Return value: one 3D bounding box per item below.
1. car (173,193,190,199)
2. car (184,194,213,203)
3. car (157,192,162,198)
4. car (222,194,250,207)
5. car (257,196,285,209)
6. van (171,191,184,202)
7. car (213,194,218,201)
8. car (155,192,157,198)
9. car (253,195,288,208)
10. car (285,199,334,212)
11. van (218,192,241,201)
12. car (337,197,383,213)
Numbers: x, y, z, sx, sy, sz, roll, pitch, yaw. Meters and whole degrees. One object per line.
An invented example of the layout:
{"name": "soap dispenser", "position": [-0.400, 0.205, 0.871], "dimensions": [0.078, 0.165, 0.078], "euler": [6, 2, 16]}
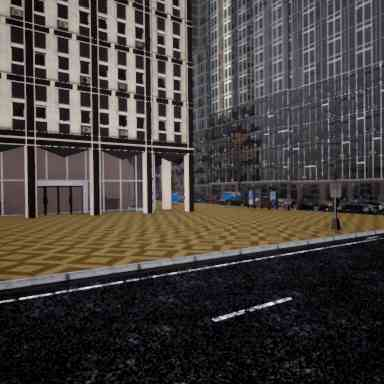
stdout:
{"name": "car", "position": [-2.438, 0.933, 74.293], "dimensions": [1.802, 1.307, 4.206], "euler": [0, 1, -34]}
{"name": "car", "position": [1.130, 1.090, 58.814], "dimensions": [1.837, 1.490, 4.892], "euler": [-1, 1, -34]}
{"name": "car", "position": [-5.635, 0.612, 78.989], "dimensions": [2.192, 1.841, 5.009], "euler": [0, 1, -34]}
{"name": "car", "position": [6.572, 1.317, 46.055], "dimensions": [1.947, 1.339, 4.313], "euler": [-1, 1, -34]}
{"name": "car", "position": [9.720, 1.385, 41.324], "dimensions": [1.802, 1.307, 4.206], "euler": [-1, 1, -34]}
{"name": "van", "position": [-2.973, 0.935, 60.179], "dimensions": [1.690, 1.788, 3.998], "euler": [0, 1, -34]}
{"name": "car", "position": [3.956, 1.040, 64.894], "dimensions": [1.802, 1.307, 4.206], "euler": [-1, 1, -34]}
{"name": "car", "position": [-8.832, 0.683, 83.689], "dimensions": [1.967, 1.590, 4.097], "euler": [0, 1, -34]}
{"name": "car", "position": [10.503, 1.263, 44.967], "dimensions": [1.812, 1.442, 4.674], "euler": [-1, 1, -34]}
{"name": "car", "position": [12.903, 1.421, 36.612], "dimensions": [1.947, 1.339, 4.313], "euler": [-1, 1, -34]}
{"name": "van", "position": [7.152, 0.852, 60.191], "dimensions": [1.690, 1.788, 3.998], "euler": [-1, 1, -34]}
{"name": "car", "position": [17.306, 1.338, 34.959], "dimensions": [2.128, 1.511, 4.902], "euler": [-1, 1, -34]}
